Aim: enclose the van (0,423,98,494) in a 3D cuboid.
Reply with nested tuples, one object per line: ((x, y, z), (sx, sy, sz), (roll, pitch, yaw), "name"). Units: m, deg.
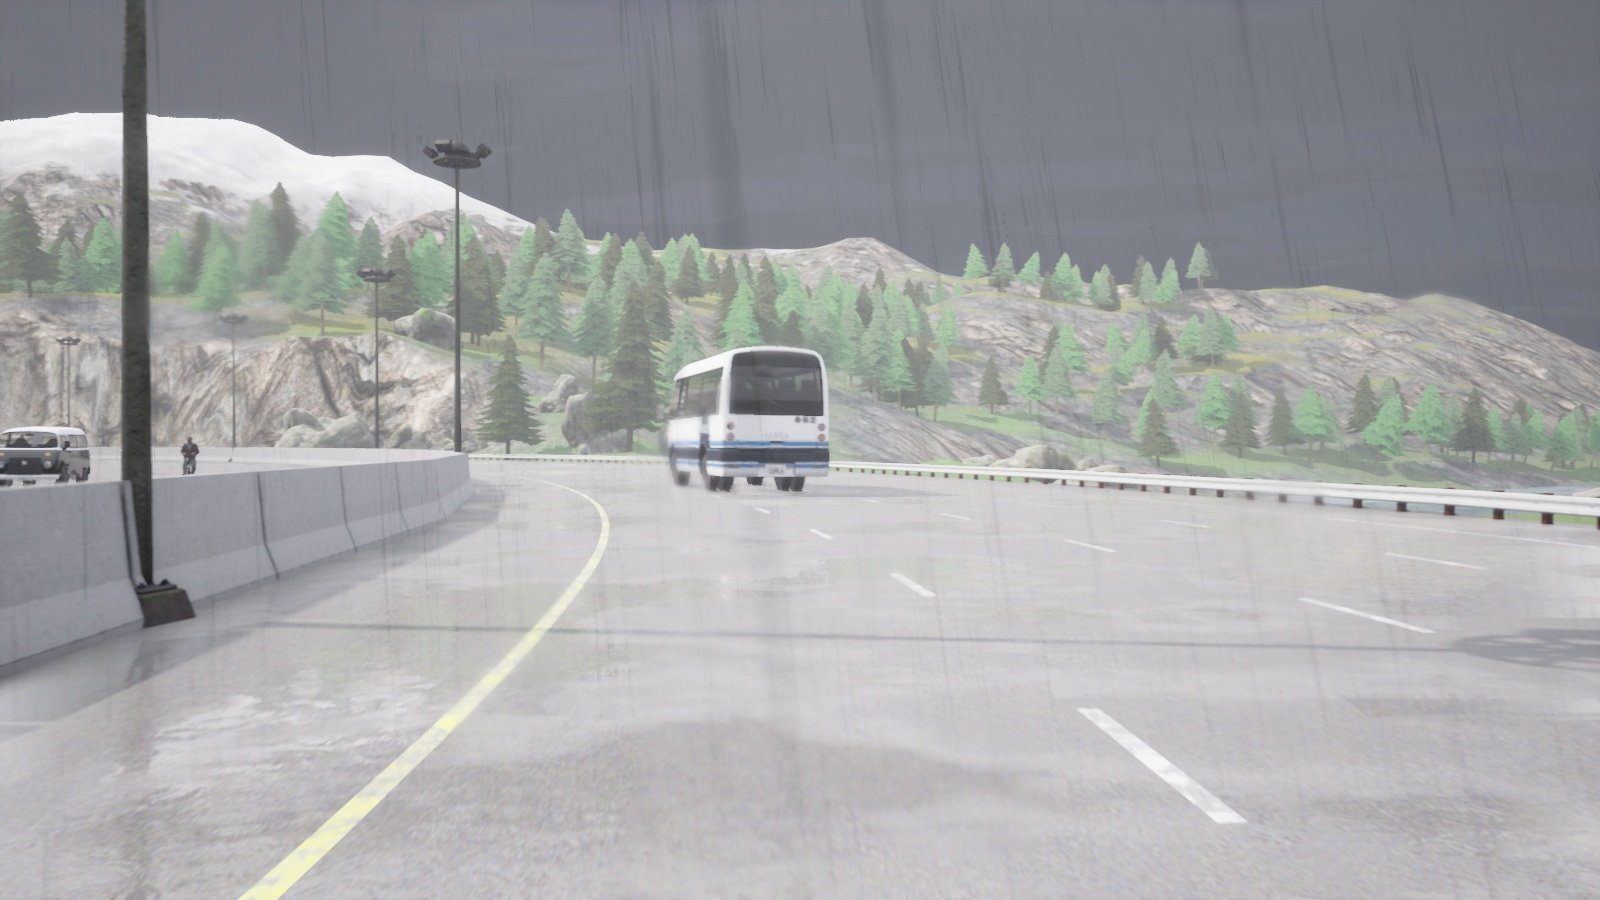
((-23.253, 0.244, 38.553), (2.069, 2.038, 4.480), (0, 0, -17), "van")

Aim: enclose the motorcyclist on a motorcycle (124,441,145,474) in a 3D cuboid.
((-32.812, 0.336, 61.908), (0.866, 1.590, 1.817), (-1, 1, -27), "motorcyclist on a motorcycle")

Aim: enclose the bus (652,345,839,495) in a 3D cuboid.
((-2.122, -0.863, 41.181), (3.944, 4.253, 10.273), (1, 0, -15), "bus")
